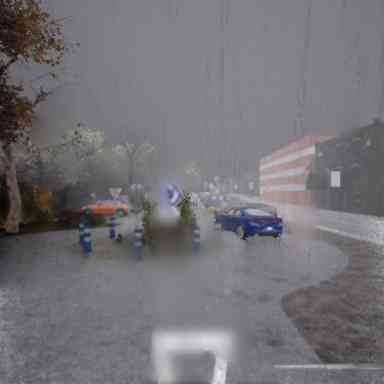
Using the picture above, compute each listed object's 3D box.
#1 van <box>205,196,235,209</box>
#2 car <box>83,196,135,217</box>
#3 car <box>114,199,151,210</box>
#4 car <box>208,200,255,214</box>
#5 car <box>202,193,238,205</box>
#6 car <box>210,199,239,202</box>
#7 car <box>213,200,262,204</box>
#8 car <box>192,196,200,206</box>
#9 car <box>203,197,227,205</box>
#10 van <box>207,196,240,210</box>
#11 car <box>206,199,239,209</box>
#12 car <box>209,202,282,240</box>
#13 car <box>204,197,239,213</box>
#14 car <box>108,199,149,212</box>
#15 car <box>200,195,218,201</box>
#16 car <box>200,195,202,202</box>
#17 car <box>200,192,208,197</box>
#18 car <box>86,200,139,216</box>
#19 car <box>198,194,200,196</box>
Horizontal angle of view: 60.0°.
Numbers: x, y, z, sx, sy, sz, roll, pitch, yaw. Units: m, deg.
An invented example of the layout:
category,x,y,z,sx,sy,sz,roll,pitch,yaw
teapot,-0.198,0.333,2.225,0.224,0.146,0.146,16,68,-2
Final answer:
category,x,y,z,sx,sy,sz,roll,pitch,yaw
van,4.299,1.545,51.553,4.442,1.987,1.878,0,0,0
car,-8.184,1.481,31.892,4.553,1.767,2.185,0,0,0
car,-8.146,1.755,45.884,4.792,1.488,2.163,0,0,0
car,4.384,1.655,37.545,5.008,1.535,2.097,0,0,0
car,4.422,1.452,43.198,5.566,2.045,2.435,0,0,0
car,4.361,1.648,31.892,4.674,1.452,2.002,0,0,0
car,4.320,1.589,26.240,4.792,1.488,2.163,0,0,0
car,0.042,1.858,58.878,1.895,1.301,4.718,0,1,0
car,4.451,1.714,65.822,4.674,1.452,2.002,0,1,0
van,4.284,1.502,46.023,4.442,1.987,1.878,0,0,0
car,4.406,1.792,48.846,4.674,1.452,2.002,0,0,0
car,2.795,1.524,17.570,1.882,1.535,5.008,2,0,-17
car,4.186,1.629,34.719,5.366,1.575,1.946,0,0,0
car,-8.154,1.731,43.060,4.792,1.488,2.163,0,0,0
car,4.542,1.497,88.426,4.792,1.488,2.163,0,1,0
car,4.444,1.725,60.170,5.008,1.535,2.097,0,1,0
car,4.444,1.471,74.297,4.553,1.767,2.185,0,1,0
car,-8.203,1.629,34.590,5.008,1.535,2.097,0,0,0
car,0.047,1.630,69.037,1.994,1.385,4.181,0,1,0
